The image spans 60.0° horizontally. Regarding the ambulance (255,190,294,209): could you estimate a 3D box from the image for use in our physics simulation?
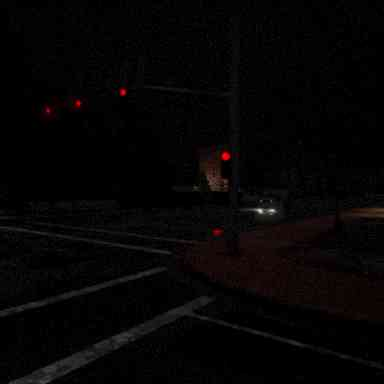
[{"bbox_3d":[11.365,0.915,45.425,2.351,2.431,6.366,0,0,36],"label":"ambulance"}]
